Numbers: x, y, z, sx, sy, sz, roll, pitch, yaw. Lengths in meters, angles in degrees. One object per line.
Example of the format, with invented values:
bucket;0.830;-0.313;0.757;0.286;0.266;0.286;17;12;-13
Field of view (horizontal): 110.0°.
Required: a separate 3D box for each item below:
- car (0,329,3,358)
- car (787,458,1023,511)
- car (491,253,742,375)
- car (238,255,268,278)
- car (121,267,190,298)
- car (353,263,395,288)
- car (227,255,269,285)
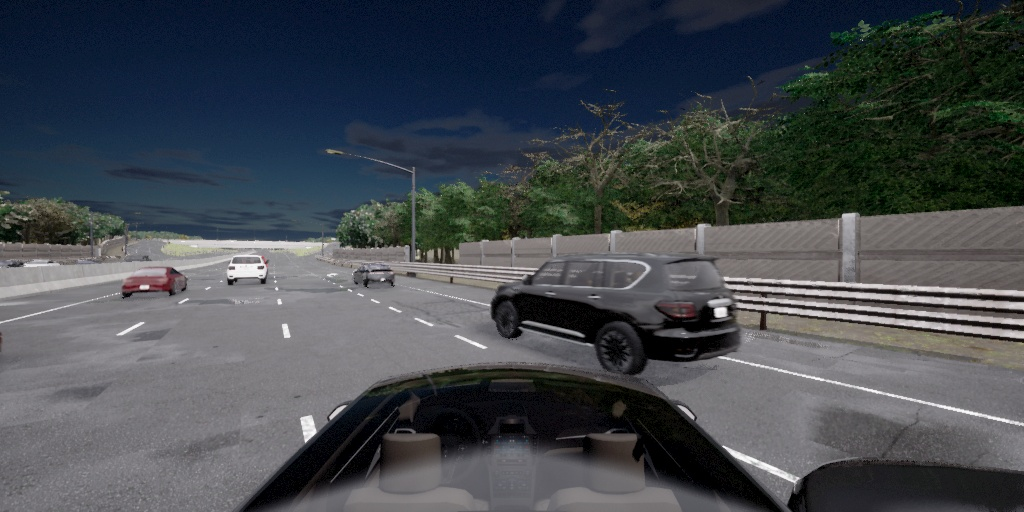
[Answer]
car;-8.556;1.225;4.121;1.882;1.535;5.008;0;0;-34
car;2.984;1.315;0.538;4.181;1.385;1.994;0;0;34
car;1.698;0.969;7.715;2.150;2.045;5.566;0;0;-34
car;-25.281;0.946;35.192;2.150;2.045;5.566;0;0;-34
car;-18.264;1.266;18.465;1.812;1.442;4.674;0;0;-34
car;-9.244;1.234;23.865;2.128;1.511;4.902;0;0;-34
car;-19.277;0.957;26.236;2.150;2.045;5.566;0;0;-34
